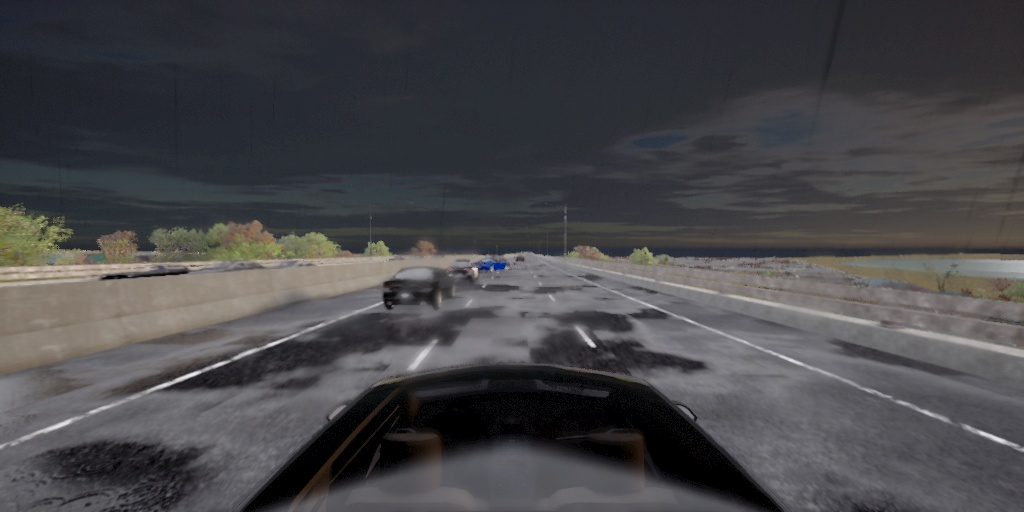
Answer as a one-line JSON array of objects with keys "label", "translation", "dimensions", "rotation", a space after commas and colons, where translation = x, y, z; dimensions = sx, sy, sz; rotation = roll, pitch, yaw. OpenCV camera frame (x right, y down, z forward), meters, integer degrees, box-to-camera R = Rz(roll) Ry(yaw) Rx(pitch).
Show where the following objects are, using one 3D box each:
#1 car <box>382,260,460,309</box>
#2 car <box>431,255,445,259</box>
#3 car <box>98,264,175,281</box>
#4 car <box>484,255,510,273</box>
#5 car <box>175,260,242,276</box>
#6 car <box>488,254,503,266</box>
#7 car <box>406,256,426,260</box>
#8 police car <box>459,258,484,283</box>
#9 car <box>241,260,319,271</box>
[{"label": "car", "translation": [-3.469, 1.112, 14.165], "dimensions": [1.882, 1.535, 5.008], "rotation": [0, 0, 0]}, {"label": "car", "translation": [-12.996, 0.575, 63.014], "dimensions": [2.097, 1.767, 4.553], "rotation": [0, 0, 2]}, {"label": "car", "translation": [-20.994, 1.142, 21.217], "dimensions": [1.895, 1.301, 4.718], "rotation": [0, 1, 1]}, {"label": "car", "translation": [-2.092, 0.916, 37.671], "dimensions": [1.882, 1.535, 5.008], "rotation": [0, 0, 29]}, {"label": "car", "translation": [-17.475, 1.031, 22.325], "dimensions": [2.128, 1.511, 4.902], "rotation": [0, 0, 1]}, {"label": "car", "translation": [-2.640, 0.637, 57.996], "dimensions": [2.097, 1.767, 4.553], "rotation": [0, 0, 2]}, {"label": "car", "translation": [-16.490, 0.689, 63.075], "dimensions": [1.882, 1.535, 5.008], "rotation": [0, 0, 2]}, {"label": "police car", "translation": [-3.366, 1.044, 25.133], "dimensions": [2.038, 1.542, 4.974], "rotation": [0, 0, 1]}, {"label": "car", "translation": [-13.968, 1.034, 22.571], "dimensions": [2.128, 1.511, 4.902], "rotation": [0, 0, 1]}]
